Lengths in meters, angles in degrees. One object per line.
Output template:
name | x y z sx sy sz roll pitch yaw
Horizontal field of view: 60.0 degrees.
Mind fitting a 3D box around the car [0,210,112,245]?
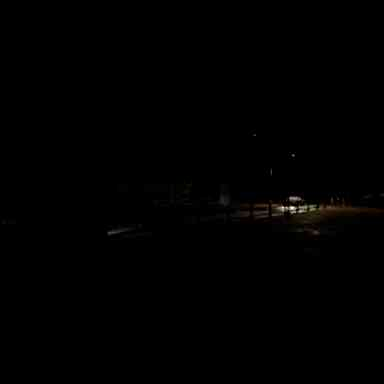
car | -6.321 1.539 15.317 2.033 1.411 5.357 2 1 36

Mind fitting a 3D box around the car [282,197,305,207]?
car | 15.143 1.418 49.328 2.033 1.411 5.357 2 1 36
